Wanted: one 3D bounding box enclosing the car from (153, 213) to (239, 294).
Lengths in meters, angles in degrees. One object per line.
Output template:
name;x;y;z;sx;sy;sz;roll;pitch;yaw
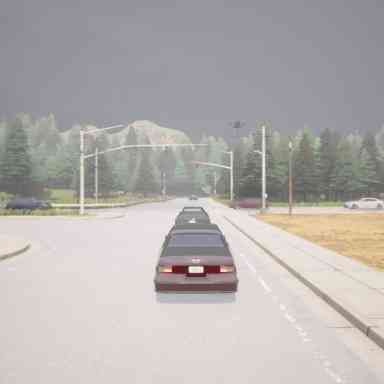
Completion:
car;0.085;1.538;8.927;2.033;1.411;5.357;0;0;0

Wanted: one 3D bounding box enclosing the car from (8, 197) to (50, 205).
car;-18.034;1.388;37.100;4.553;1.767;2.097;0;0;1

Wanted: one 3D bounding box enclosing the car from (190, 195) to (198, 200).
car;0.645;1.421;91.797;1.994;1.385;4.181;0;0;2

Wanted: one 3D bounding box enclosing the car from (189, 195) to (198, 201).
car;0.277;1.479;81.817;1.895;1.301;4.718;0;0;2

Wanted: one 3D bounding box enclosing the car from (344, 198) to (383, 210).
car;20.765;1.429;40.052;4.674;1.442;1.812;0;0;1

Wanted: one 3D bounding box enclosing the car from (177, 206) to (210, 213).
car;0.070;1.535;19.534;1.994;1.385;4.181;0;0;1

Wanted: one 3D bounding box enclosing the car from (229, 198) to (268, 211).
car;6.850;1.475;40.320;4.674;1.442;1.812;0;0;1
